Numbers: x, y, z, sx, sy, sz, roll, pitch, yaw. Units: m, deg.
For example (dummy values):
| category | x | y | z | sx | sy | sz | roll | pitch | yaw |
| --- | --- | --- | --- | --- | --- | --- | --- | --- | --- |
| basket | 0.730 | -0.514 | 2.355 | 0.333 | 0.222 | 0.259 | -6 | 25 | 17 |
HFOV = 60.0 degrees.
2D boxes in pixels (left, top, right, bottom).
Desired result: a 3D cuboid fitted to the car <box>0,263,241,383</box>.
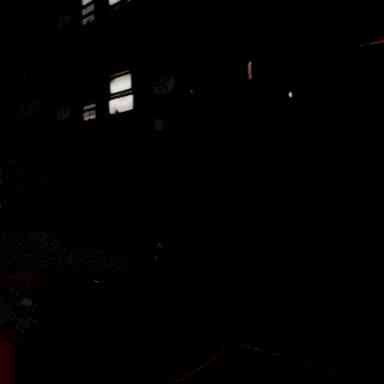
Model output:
| category | x | y | z | sx | sy | sz | roll | pitch | yaw |
| --- | --- | --- | --- | --- | --- | --- | --- | --- | --- |
| car | -1.641 | 1.539 | 3.912 | 4.507 | 1.381 | 1.887 | 0 | -1 | 36 |
